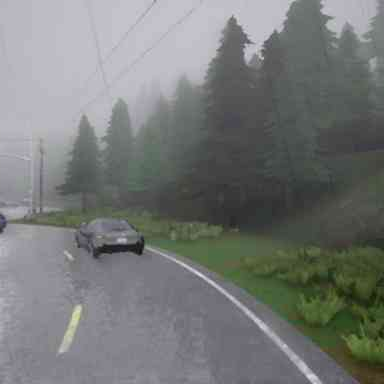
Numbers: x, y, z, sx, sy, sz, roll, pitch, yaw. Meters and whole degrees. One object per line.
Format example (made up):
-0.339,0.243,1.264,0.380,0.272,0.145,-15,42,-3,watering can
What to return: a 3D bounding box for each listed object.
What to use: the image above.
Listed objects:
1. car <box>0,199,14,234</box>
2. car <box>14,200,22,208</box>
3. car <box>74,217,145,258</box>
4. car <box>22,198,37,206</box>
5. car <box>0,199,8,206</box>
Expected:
-13.190,1.428,19.609,5.566,2.045,2.150,-1,-1,35,car
-33.124,2.145,60.412,1.994,1.385,4.181,1,-1,-45,car
-3.471,1.705,13.632,1.994,1.385,4.181,0,-1,-29,car
-31.330,1.941,63.574,4.553,1.767,2.097,-1,-1,45,car
-42.001,2.179,71.275,5.008,1.535,1.882,0,-1,23,car
